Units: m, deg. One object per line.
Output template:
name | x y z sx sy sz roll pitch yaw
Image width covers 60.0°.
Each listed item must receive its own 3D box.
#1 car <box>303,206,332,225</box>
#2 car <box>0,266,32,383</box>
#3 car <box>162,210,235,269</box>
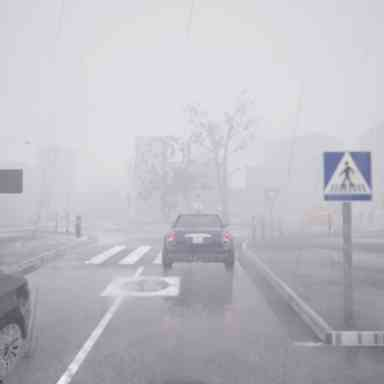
car | 12.149 2.195 32.391 2.097 1.767 4.553 -1 -3 12
car | -3.074 1.471 2.522 2.128 1.511 4.902 0 0 0
car | 0.267 1.400 11.426 2.097 1.767 4.553 0 -1 3
